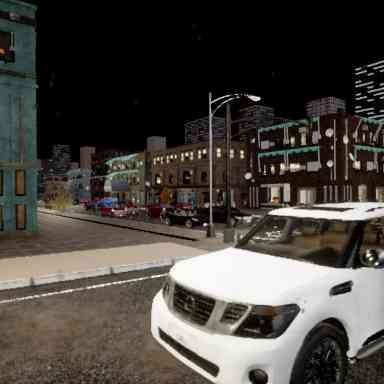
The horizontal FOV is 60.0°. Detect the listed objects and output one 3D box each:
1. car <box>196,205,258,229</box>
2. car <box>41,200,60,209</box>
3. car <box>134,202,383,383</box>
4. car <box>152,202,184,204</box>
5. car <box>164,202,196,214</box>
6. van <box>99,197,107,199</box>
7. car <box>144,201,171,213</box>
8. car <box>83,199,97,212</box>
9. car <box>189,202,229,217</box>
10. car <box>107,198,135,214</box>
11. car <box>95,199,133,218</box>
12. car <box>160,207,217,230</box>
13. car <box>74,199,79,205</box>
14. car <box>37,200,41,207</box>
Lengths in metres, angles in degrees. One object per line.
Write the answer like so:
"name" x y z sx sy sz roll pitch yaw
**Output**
"car" 2.447 1.735 24.495 1.812 1.442 4.674 -1 0 -37
"car" -24.195 2.234 57.618 1.752 1.417 4.829 -1 0 -35
"car" 2.144 1.221 5.203 5.566 2.045 2.150 0 0 -35
"car" -2.663 1.875 31.710 1.994 1.385 4.181 -1 0 -35
"car" -1.462 1.904 40.014 1.802 1.307 4.206 -2 0 -35
"van" -14.260 1.908 58.083 1.690 1.788 3.998 -1 0 -35
"car" -4.659 1.967 44.531 1.802 1.307 4.206 -1 0 -35
"car" -13.798 2.075 47.502 2.033 1.411 5.357 -1 0 -35
"car" 1.736 1.810 35.496 2.008 1.369 4.403 -2 0 -35
"car" -7.819 1.765 38.995 2.097 1.767 4.553 -1 0 -35
"car" -8.303 1.847 35.169 1.967 1.590 4.097 -1 0 -35
"car" -0.381 1.815 23.774 1.947 1.339 4.313 -1 0 -35
"car" -27.049 2.365 76.154 1.947 1.339 4.313 -1 0 -35
"car" -30.690 2.377 66.793 2.008 1.369 4.403 -1 0 -35
